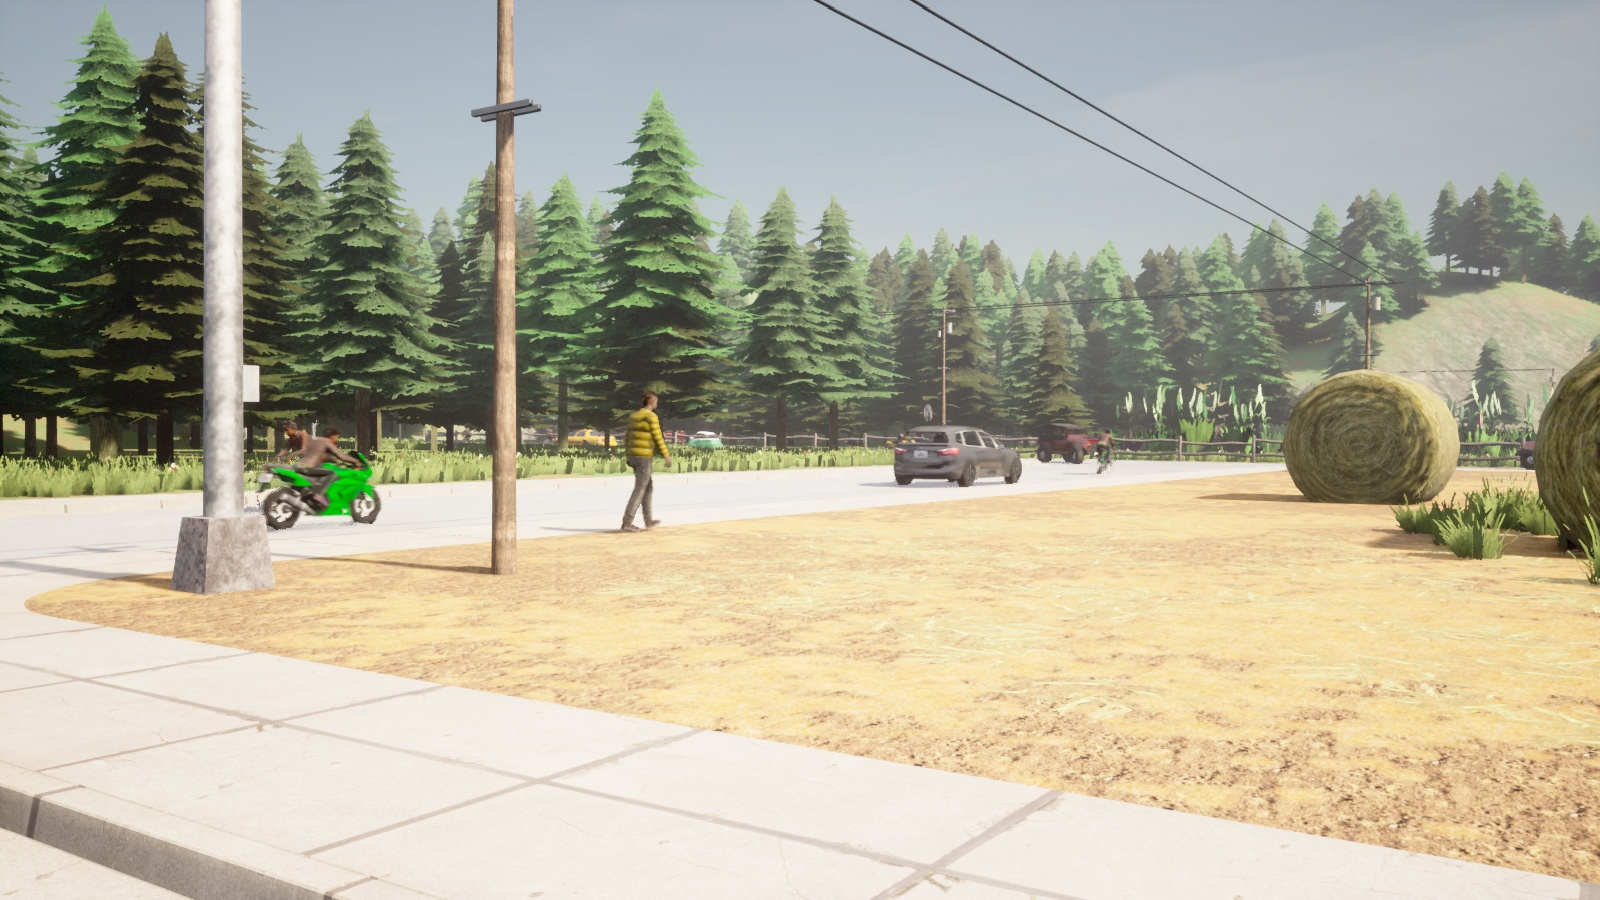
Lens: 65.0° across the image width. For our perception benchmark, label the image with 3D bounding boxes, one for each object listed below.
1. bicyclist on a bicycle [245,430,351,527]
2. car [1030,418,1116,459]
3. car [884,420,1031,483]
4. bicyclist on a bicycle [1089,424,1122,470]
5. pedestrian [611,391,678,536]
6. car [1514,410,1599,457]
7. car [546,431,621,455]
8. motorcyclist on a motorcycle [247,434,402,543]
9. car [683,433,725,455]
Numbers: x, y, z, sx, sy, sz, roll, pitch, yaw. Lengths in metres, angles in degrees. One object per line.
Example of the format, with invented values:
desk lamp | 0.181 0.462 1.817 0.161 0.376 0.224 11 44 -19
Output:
bicyclist on a bicycle | -8.882 0.477 22.268 0.582 1.620 1.656 0 1 35
car | 12.906 -0.552 59.550 1.905 1.878 3.866 -1 1 -28
car | 4.520 -0.002 35.518 2.242 1.667 4.611 0 1 35
bicyclist on a bicycle | 10.905 -0.115 44.764 0.582 1.620 1.656 0 1 35
pedestrian | -2.016 0.163 16.314 0.709 1.840 0.431 -2 1 -42
car | 31.567 -0.664 51.411 3.866 1.878 1.905 0 1 37
car | -14.907 -0.483 86.177 5.366 1.575 1.801 0 1 36
motorcyclist on a motorcycle | -7.070 0.538 18.787 0.797 1.523 2.044 0 1 35
car | -6.081 -0.376 79.819 2.207 1.376 1.481 0 1 36
